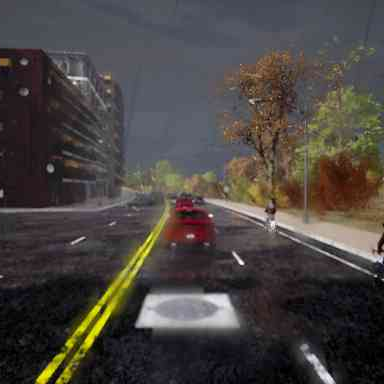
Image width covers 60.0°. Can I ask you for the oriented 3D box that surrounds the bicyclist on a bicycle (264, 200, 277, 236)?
[{"bbox_3d":[3.881,1.265,16.619,0.659,1.776,1.843,0,1,-1],"label":"bicyclist on a bicycle"}]

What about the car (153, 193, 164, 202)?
[{"bbox_3d":[-6.719,1.078,67.105,2.128,1.511,4.902,0,0,-5],"label":"car"}]

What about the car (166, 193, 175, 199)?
[{"bbox_3d":[-5.358,0.900,84.118,1.994,1.385,4.181,0,0,-7],"label":"car"}]

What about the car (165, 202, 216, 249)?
[{"bbox_3d":[-0.102,1.389,14.124,1.882,1.535,5.008,0,0,-1],"label":"car"}]

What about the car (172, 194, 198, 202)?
[{"bbox_3d":[-0.787,1.272,32.770,1.882,1.535,5.008,0,0,-3],"label":"car"}]

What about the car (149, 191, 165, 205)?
[{"bbox_3d":[-5.347,0.904,50.766,2.150,2.045,5.566,0,0,-4],"label":"car"}]

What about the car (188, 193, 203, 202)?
[{"bbox_3d":[0.848,1.123,56.818,2.128,1.511,4.902,0,0,-5],"label":"car"}]

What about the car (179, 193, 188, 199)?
[{"bbox_3d":[-2.120,0.940,84.398,1.837,1.490,4.892,0,0,-7],"label":"car"}]

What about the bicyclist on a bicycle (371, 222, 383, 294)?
[{"bbox_3d":[4.075,1.409,6.736,0.582,1.620,1.656,0,0,-1],"label":"bicyclist on a bicycle"}]

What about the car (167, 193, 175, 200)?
[{"bbox_3d":[-4.139,1.055,73.725,2.033,1.411,5.357,0,0,-6],"label":"car"}]
